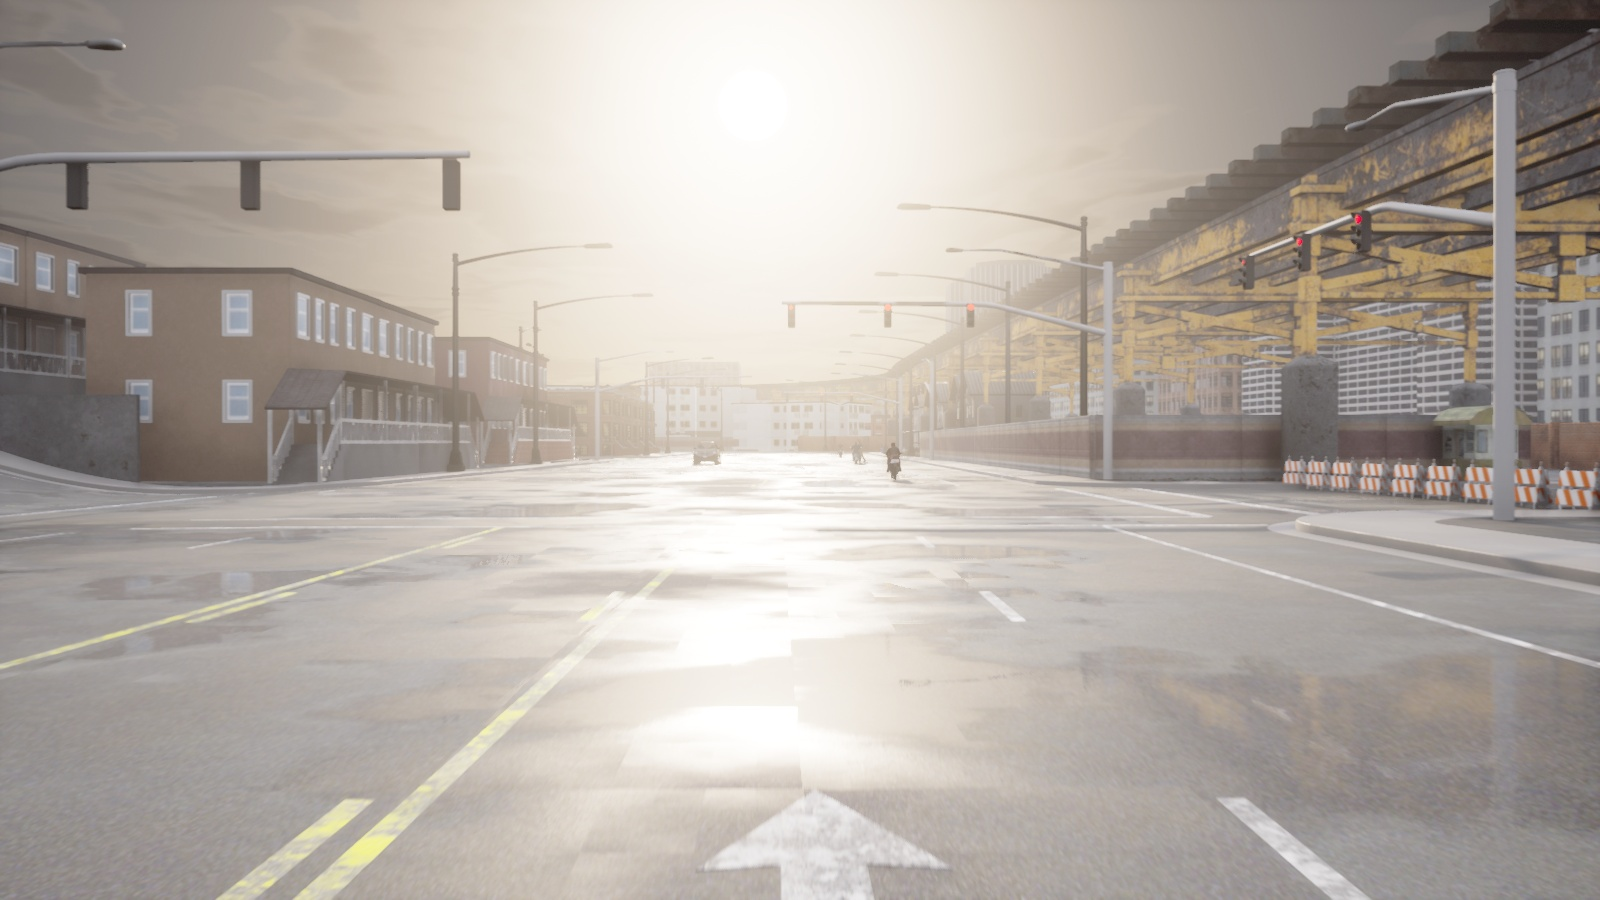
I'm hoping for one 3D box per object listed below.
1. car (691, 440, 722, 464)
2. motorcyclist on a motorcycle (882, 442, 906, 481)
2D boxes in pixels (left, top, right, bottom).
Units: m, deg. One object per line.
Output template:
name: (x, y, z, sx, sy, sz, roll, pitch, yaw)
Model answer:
car: (-6.507, 0.148, 87.858, 1.851, 1.617, 3.988, 0, 0, 0)
motorcyclist on a motorcycle: (3.792, 0.447, 50.822, 0.797, 1.523, 2.044, 0, 0, 0)
